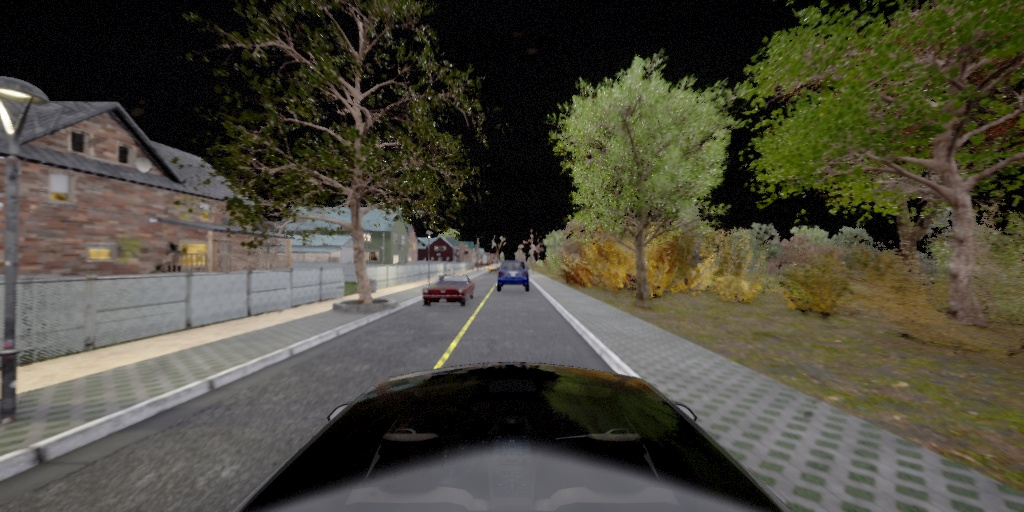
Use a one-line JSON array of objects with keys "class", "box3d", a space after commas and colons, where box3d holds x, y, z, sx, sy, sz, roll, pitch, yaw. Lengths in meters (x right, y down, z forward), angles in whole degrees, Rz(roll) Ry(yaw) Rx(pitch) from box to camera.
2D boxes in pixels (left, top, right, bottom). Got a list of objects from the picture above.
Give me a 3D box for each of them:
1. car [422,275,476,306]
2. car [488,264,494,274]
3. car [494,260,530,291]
[{"class": "car", "box3d": [-2.855, 1.569, 17.016, 1.895, 1.301, 4.718, 0, -1, 0]}, {"class": "car", "box3d": [-2.829, 2.038, 58.229, 1.882, 1.535, 5.008, 0, -1, 0]}, {"class": "car", "box3d": [0.086, 1.311, 25.439, 2.150, 2.045, 5.566, 0, -1, 0]}]
